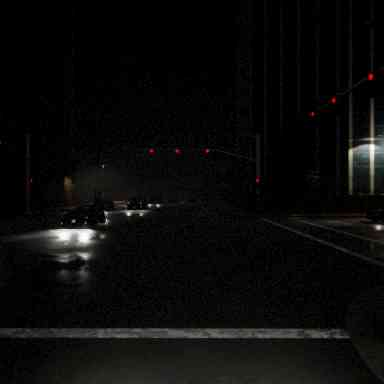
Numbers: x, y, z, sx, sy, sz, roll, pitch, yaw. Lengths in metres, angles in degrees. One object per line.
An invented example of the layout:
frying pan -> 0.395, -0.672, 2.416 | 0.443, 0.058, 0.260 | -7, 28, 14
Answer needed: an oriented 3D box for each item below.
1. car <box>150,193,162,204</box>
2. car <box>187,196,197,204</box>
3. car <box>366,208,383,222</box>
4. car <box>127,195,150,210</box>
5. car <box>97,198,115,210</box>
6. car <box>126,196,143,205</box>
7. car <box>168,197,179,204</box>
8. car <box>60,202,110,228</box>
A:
car -> -7.075, 1.226, 63.904 | 2.150, 2.045, 5.566 | 0, 0, 0
car -> -0.065, 1.525, 64.979 | 1.812, 1.442, 4.674 | 0, 0, 0
car -> 15.459, 1.477, 24.352 | 5.008, 1.535, 1.882 | 0, 0, -1
car -> -7.141, 1.353, 43.422 | 2.097, 1.767, 4.553 | 0, 0, 0
car -> -10.619, 1.526, 40.313 | 1.812, 1.442, 4.674 | 0, 0, 0
car -> -10.594, 1.492, 61.602 | 2.128, 1.511, 4.902 | 0, 0, 0
car -> -3.566, 1.600, 65.546 | 1.895, 1.301, 4.718 | 0, 0, 0
car -> -7.120, 1.564, 22.010 | 1.994, 1.385, 4.181 | 0, 0, 0
